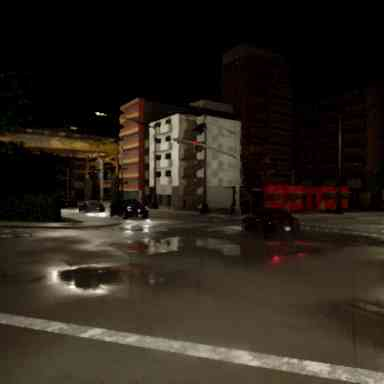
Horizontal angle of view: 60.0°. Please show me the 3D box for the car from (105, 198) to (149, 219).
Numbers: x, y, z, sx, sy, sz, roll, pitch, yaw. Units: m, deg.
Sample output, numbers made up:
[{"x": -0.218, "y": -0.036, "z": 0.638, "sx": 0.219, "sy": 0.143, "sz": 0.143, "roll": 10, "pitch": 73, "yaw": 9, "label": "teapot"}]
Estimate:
[{"x": -5.550, "y": 1.371, "z": 29.197, "sx": 2.097, "sy": 1.767, "sz": 4.553, "roll": 0, "pitch": 0, "yaw": -35, "label": "car"}]

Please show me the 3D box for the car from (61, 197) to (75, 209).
[{"x": -17.049, "y": 1.480, "z": 45.608, "sx": 1.882, "sy": 1.535, "sz": 5.008, "roll": 0, "pitch": 0, "yaw": -35, "label": "car"}]

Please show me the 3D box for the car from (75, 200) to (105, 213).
[{"x": -11.258, "y": 1.574, "z": 37.343, "sx": 1.994, "sy": 1.385, "sz": 4.181, "roll": 0, "pitch": 0, "yaw": -35, "label": "car"}]

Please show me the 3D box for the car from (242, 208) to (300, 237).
[{"x": 4.224, "y": 1.576, "z": 18.220, "sx": 1.812, "sy": 1.442, "sz": 4.674, "roll": 1, "pitch": 0, "yaw": -9, "label": "car"}]
